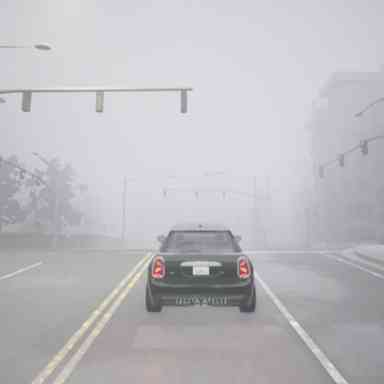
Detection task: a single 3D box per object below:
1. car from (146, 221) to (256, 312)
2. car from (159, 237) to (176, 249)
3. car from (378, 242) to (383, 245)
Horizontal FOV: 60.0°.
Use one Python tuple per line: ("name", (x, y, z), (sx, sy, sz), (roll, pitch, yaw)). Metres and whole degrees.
("car", (0.180, 1.496, 8.165), (2.097, 1.767, 4.553), (0, -1, 0))
("car", (-3.057, 6.552, 42.410), (1.837, 1.490, 4.892), (0, -10, 1))
("car", (17.230, 4.306, 26.199), (4.892, 1.490, 1.837), (5, -10, 1))
